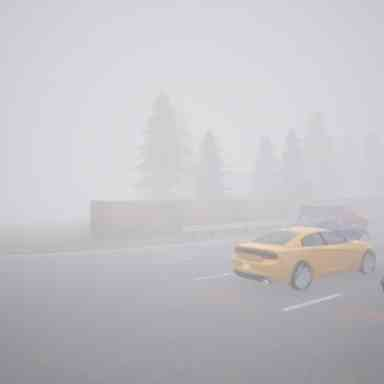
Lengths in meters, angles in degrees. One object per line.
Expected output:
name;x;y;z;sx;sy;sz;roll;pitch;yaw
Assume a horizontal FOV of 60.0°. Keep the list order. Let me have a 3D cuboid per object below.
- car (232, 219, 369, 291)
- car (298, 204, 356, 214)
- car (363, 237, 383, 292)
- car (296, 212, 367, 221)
car;3.495;1.783;9.984;5.008;1.535;1.882;0;-3;-33
car;9.288;1.841;22.043;5.566;2.045;2.150;0;-3;-33
car;6.607;1.703;7.825;5.357;1.411;2.033;0;-3;-33
car;6.545;1.941;16.106;5.008;1.535;1.882;0;-3;-33
